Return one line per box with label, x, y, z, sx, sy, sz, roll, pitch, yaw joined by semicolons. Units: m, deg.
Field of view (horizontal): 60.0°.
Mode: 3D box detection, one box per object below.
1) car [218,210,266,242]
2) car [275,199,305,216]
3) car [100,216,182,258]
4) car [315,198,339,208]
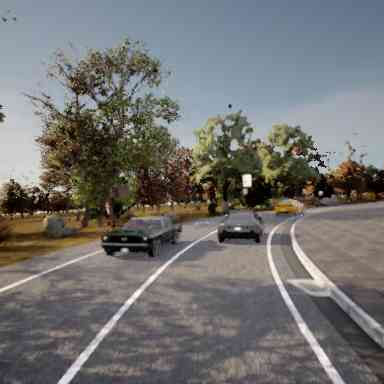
car;2.544;1.589;16.547;1.994;1.385;4.181;-1;0;15
car;9.718;1.473;32.844;1.882;1.535;5.008;-4;-1;31
car;-1.827;1.676;13.384;1.895;1.301;4.718;-1;-1;12
car;20.195;1.544;49.795;4.181;1.385;1.994;-1;-3;-39
